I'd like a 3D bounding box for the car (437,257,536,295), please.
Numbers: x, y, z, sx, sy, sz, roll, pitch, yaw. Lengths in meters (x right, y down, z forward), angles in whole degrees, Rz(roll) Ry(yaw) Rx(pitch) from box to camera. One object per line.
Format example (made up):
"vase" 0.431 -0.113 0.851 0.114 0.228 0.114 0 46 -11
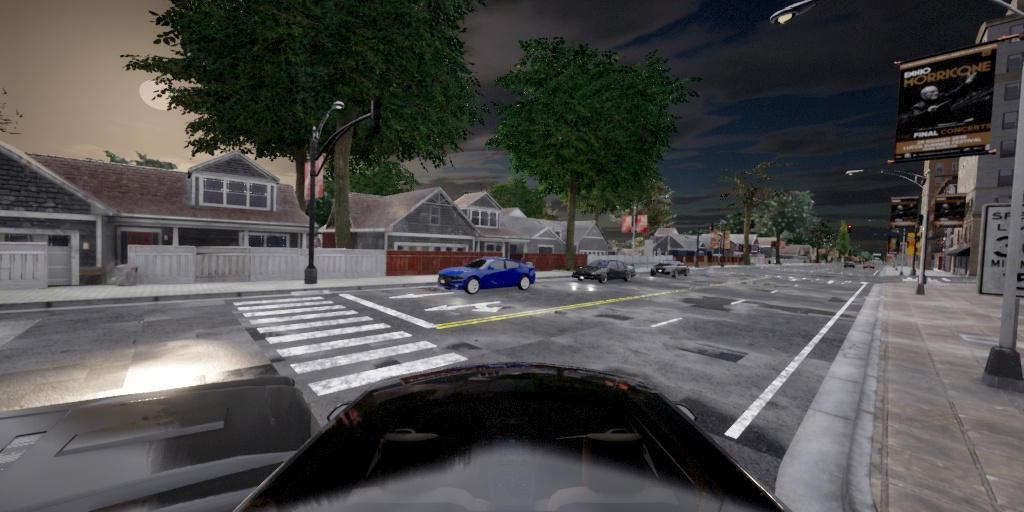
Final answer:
"car" -1.046 0.797 16.526 5.008 1.535 1.882 0 2 -44

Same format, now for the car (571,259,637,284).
"car" 6.153 0.936 23.412 5.357 1.411 2.033 1 2 -44

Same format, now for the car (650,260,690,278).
"car" 13.383 1.026 30.299 4.181 1.385 1.994 1 2 -44

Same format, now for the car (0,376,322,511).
"car" -3.316 1.280 1.351 4.718 1.301 1.895 1 2 -34
